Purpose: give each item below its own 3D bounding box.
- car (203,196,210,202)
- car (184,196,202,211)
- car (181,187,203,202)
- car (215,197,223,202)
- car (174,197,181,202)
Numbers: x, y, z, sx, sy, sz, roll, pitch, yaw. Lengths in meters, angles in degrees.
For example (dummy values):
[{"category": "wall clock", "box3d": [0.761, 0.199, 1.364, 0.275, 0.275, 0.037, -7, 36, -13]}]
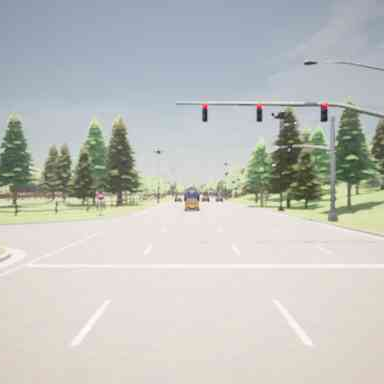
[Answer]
[{"category": "car", "box3d": [3.495, 1.733, 85.399, 2.097, 1.767, 4.553, 0, 0, 0]}, {"category": "car", "box3d": [-0.003, 1.673, 43.982, 1.882, 1.535, 5.008, 0, 0, 0]}, {"category": "car", "box3d": [-0.008, 0.293, 44.020, 2.097, 1.767, 4.553, 0, -5, 0]}, {"category": "car", "box3d": [6.995, 1.903, 85.428, 2.128, 1.511, 4.902, 0, 0, 0]}, {"category": "car", "box3d": [-3.505, 1.931, 85.394, 1.994, 1.385, 4.181, 0, 0, 0]}]
